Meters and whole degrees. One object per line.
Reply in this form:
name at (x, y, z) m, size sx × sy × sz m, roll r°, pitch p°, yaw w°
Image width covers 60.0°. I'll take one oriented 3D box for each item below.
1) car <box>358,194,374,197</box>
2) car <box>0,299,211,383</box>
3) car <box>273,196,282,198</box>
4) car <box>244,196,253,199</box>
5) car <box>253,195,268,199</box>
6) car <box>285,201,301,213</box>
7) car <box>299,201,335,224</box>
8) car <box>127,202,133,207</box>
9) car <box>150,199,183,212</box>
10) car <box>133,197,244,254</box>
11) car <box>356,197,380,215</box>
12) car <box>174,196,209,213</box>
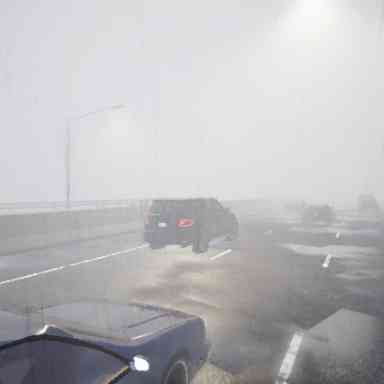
car at (22.360, 1.241, 42.715) m, size 2.150 × 2.045 × 5.566 m, roll 0°, pitch 0°, yaw 27°
car at (-1.675, 1.545, 2.081) m, size 2.033 × 1.411 × 5.357 m, roll 0°, pitch 0°, yaw 26°
car at (19.162, 1.500, 74.233) m, size 2.033 × 1.411 × 5.357 m, roll 0°, pitch 0°, yaw 28°
car at (13.174, 1.543, 77.880) m, size 1.895 × 1.301 × 4.718 m, roll 0°, pitch 0°, yaw 28°
car at (16.077, 1.460, 75.887) m, size 1.837 × 1.490 × 4.892 m, roll 0°, pitch 0°, yaw 28°
car at (11.795, 1.608, 37.194) m, size 1.895 × 1.301 × 4.718 m, roll 0°, pitch 0°, yaw 27°
car at (9.570, 1.564, 24.990) m, size 1.994 × 1.385 × 4.181 m, roll 0°, pitch 0°, yaw 27°
car at (-6.018, 1.503, 41.171) m, size 1.837 × 1.490 × 4.892 m, roll 0°, pitch 0°, yaw 27°
car at (-2.988, 1.563, 39.407) m, size 1.994 × 1.385 × 4.181 m, roll 0°, pitch 0°, yaw 27°
car at (0.168, 1.218, 13.887) m, size 2.150 × 2.045 × 5.566 m, roll 0°, pitch 0°, yaw 26°
car at (17.799, 1.513, 33.571) m, size 1.837 × 1.490 × 4.892 m, roll 0°, pitch 0°, yaw 27°
car at (0.024, 1.352, 37.608) m, size 2.097 × 1.767 × 4.553 m, roll 0°, pitch 0°, yaw 27°
